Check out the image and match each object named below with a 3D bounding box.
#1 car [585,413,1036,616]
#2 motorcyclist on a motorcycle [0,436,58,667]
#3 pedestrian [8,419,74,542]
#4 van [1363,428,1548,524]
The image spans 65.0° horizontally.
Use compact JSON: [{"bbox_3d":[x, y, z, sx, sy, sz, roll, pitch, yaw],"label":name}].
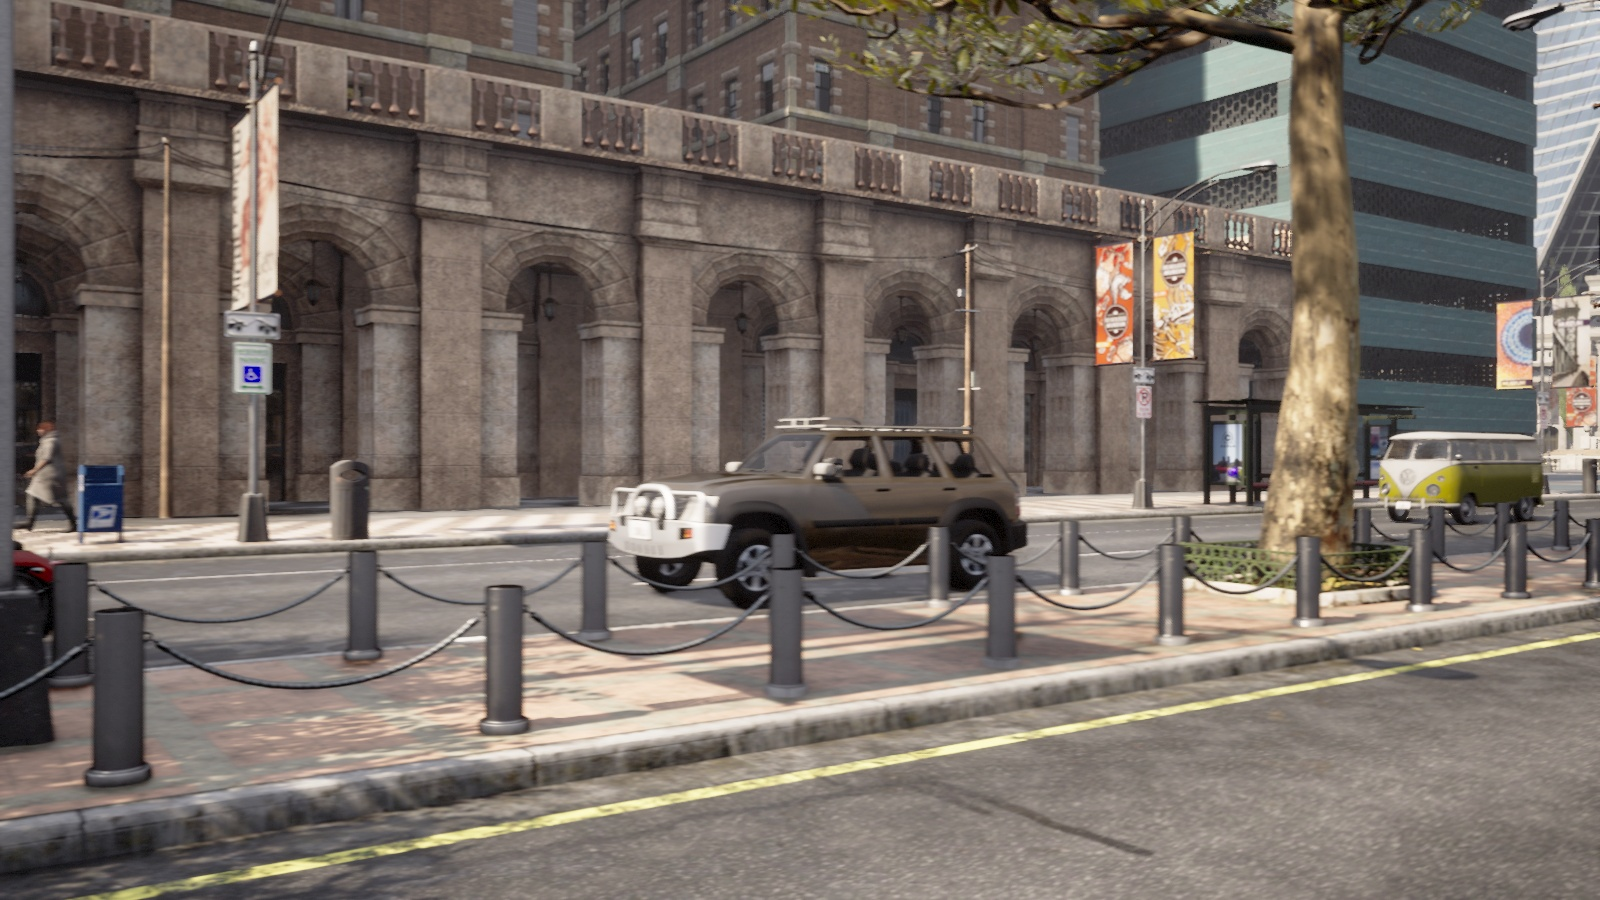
[{"bbox_3d":[0.206,0.595,13.552,4.605,1.855,1.932,0,0,-35],"label":"car"},{"bbox_3d":[-6.602,0.731,8.811,2.350,1.649,0.766,0,0,-35],"label":"motorcyclist on a motorcycle"},{"bbox_3d":[-12.363,0.478,20.461,0.873,1.952,0.659,0,0,-35],"label":"pedestrian"},{"bbox_3d":[14.544,0.535,27.795,4.442,1.987,1.775,0,0,-35],"label":"van"}]
